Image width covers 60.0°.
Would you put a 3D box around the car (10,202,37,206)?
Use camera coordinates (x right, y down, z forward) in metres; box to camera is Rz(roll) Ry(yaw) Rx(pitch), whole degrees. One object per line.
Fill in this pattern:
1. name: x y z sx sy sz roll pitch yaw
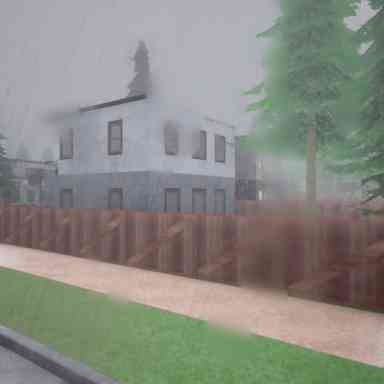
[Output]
1. car: -15.332 1.581 29.320 1.895 1.301 4.718 0 0 28
